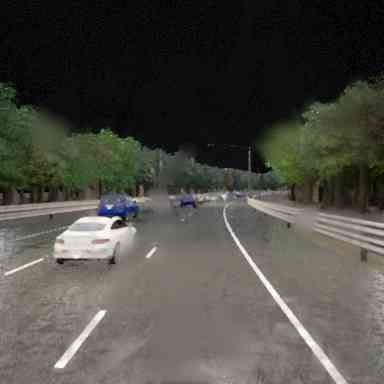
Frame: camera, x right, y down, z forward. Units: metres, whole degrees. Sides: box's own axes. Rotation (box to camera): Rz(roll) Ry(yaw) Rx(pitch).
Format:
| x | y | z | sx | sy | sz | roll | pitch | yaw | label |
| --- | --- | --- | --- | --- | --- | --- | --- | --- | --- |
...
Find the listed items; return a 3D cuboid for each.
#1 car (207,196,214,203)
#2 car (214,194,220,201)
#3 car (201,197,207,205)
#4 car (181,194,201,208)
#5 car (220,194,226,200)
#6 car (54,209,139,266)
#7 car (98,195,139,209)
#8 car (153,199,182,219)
| x | y | z | sx | sy | sz | roll | pitch | yaw | label |
| --- | --- | --- | --- | --- | --- | --- | --- | --- | --- |
| 2.887 | 1.624 | 70.503 | 1.895 | 1.301 | 4.718 | 0 | 0 | 10 | car |
| 4.951 | 1.571 | 81.164 | 1.895 | 1.301 | 4.718 | 0 | 0 | 12 | car |
| 1.110 | 1.657 | 59.793 | 1.895 | 1.301 | 4.718 | 0 | 0 | 9 | car |
| -0.381 | 1.277 | 49.038 | 2.150 | 2.045 | 5.566 | 0 | 0 | 7 | car |
| 7.293 | 1.410 | 91.736 | 2.128 | 1.511 | 4.902 | 0 | 0 | 13 | car |
| -3.163 | 1.553 | 11.614 | 1.812 | 1.442 | 4.674 | 0 | 0 | 2 | car |
| -5.896 | 1.258 | 27.084 | 2.150 | 2.045 | 5.566 | 0 | 0 | 4 | car |
| -2.228 | 1.569 | 29.192 | 1.812 | 1.442 | 4.674 | 0 | 0 | 4 | car |
